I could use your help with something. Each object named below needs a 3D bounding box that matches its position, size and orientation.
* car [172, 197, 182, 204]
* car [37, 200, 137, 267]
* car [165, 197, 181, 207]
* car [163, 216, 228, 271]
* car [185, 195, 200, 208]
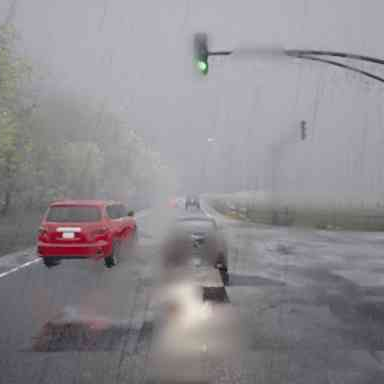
[{"bbox_3d":[-3.548,1.965,78.628,2.033,1.411,5.357,0,0,0],"label":"car"},{"bbox_3d":[-3.408,1.291,11.862,2.150,2.045,5.566,0,0,0],"label":"car"},{"bbox_3d":[-3.436,1.665,57.013,2.097,1.767,4.553,0,0,0],"label":"car"},{"bbox_3d":[0.092,1.571,11.073,1.837,1.490,4.892,0,0,0],"label":"car"},{"bbox_3d":[0.067,1.512,52.700,2.150,2.045,5.566,0,0,0],"label":"car"}]
